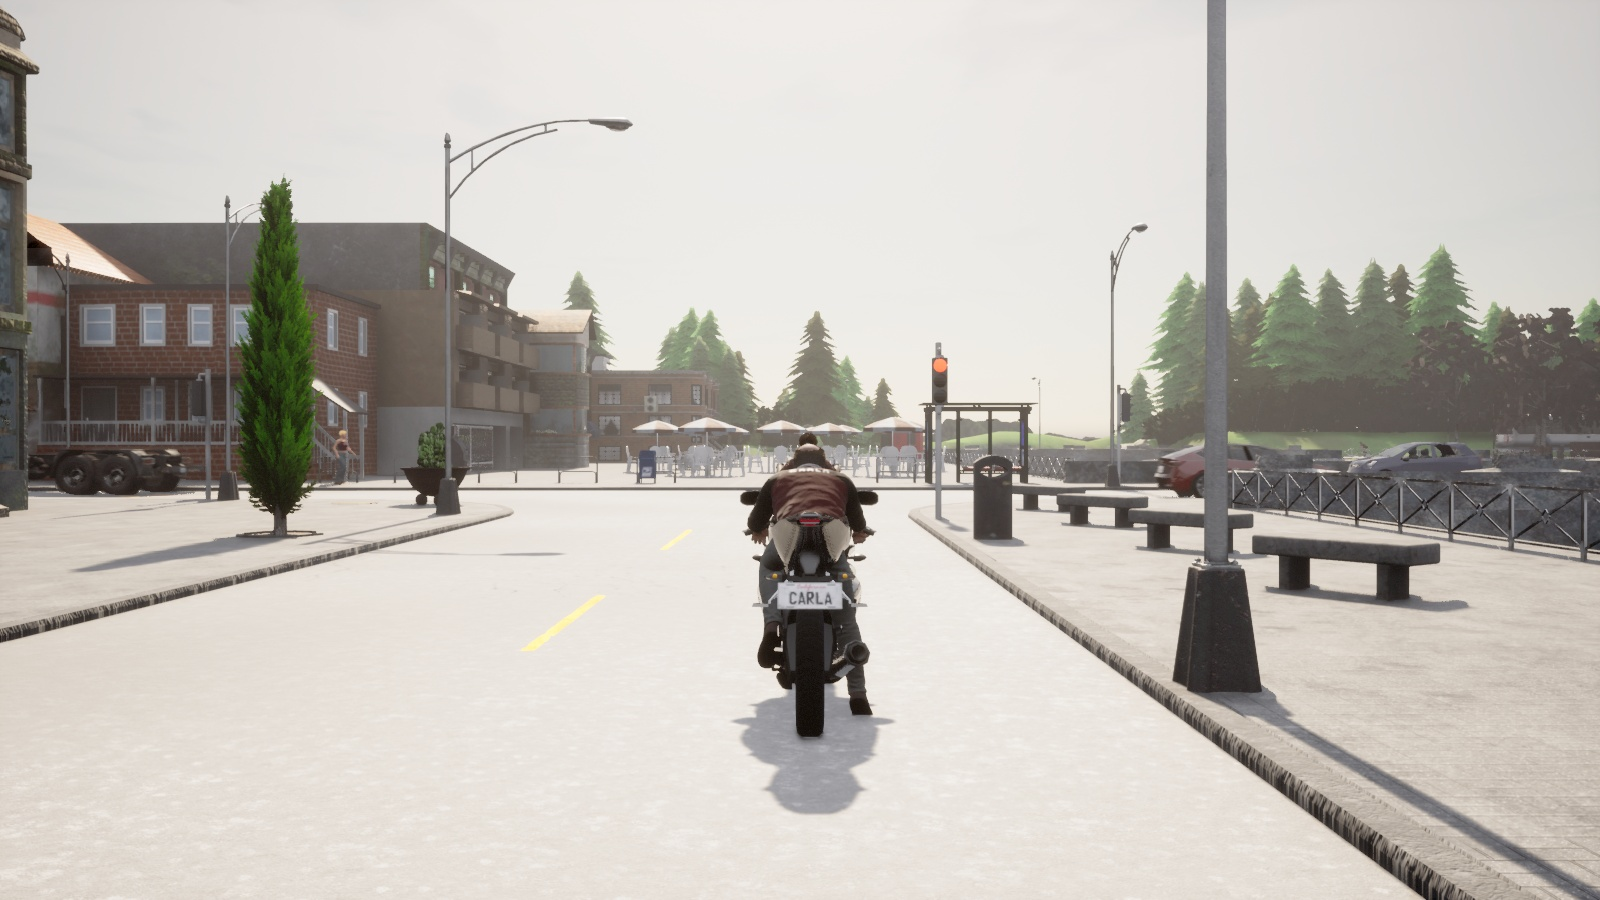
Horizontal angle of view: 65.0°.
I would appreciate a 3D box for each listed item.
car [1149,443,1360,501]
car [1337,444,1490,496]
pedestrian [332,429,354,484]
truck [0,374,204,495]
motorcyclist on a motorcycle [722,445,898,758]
[{"bbox_3d":[11.959,0.568,33.284,4.792,1.488,2.163,0,0,0],"label":"car"},{"bbox_3d":[18.122,0.565,37.195,3.633,1.501,1.845,0,0,0],"label":"car"},{"bbox_3d":[-15.195,0.208,41.754,0.594,1.836,0.345,0,0,19],"label":"pedestrian"},{"bbox_3d":[-22.402,-0.465,37.426,7.936,3.462,2.891,0,0,1],"label":"truck"},{"bbox_3d":[0.054,0.740,7.268,0.866,1.530,2.191,0,0,0],"label":"motorcyclist on a motorcycle"}]
